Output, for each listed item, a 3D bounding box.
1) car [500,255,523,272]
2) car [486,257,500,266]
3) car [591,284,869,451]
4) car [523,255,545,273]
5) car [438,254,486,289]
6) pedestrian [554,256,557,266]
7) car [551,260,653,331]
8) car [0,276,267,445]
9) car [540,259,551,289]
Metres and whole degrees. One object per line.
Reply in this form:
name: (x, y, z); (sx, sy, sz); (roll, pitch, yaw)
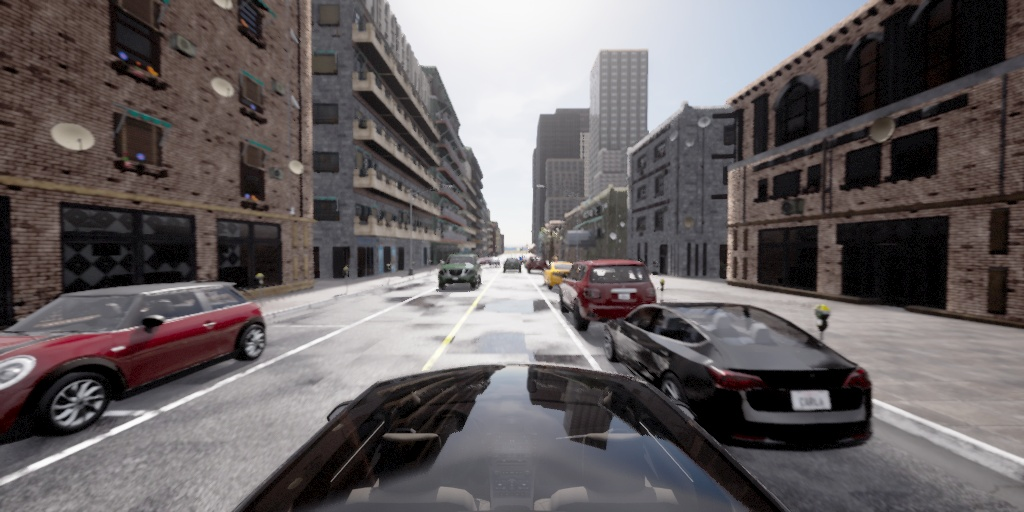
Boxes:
car: (0.050, 0.903, 41.151); (2.097, 1.767, 4.553); (0, 0, 1)
car: (-3.048, 1.001, 62.786); (1.994, 1.385, 4.181); (0, 0, 1)
car: (2.655, 1.299, 5.253); (1.948, 1.339, 4.313); (0, 0, 0)
car: (2.646, 0.879, 38.731); (2.192, 1.841, 5.009); (0, 0, 0)
car: (-3.105, 0.868, 22.395); (2.150, 2.045, 5.566); (0, 0, 0)
pedestrian: (2.994, 0.929, 24.880); (0.375, 1.860, 0.375); (-1, 1, 0)
car: (2.654, 1.020, 10.832); (2.192, 1.841, 5.009); (0, 0, 0)
car: (-5.692, 1.173, 5.201); (1.967, 1.591, 4.097); (0, 0, 0)
car: (2.994, 1.129, 21.893); (1.882, 1.535, 5.008); (0, 0, 0)
